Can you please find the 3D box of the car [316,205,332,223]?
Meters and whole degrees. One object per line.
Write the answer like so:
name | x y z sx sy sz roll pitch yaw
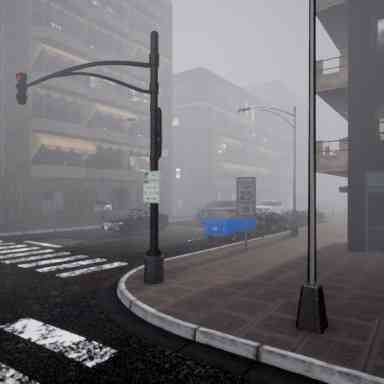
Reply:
car | 11.747 2.233 32.406 2.008 1.369 4.403 -1 -2 35

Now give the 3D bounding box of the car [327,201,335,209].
car | 27.385 2.728 68.806 2.192 1.841 5.009 -1 -2 35

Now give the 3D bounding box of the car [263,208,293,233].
car | 5.327 2.035 23.377 1.947 1.339 4.313 -1 -2 35

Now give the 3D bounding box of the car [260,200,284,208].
car | 8.865 1.954 38.237 2.150 2.045 5.566 0 -1 36

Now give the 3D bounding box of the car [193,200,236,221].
car | 2.670 1.749 29.534 2.150 2.045 5.566 0 -1 37

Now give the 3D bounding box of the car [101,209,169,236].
car | -3.467 1.815 20.922 2.128 1.511 4.902 0 -1 35

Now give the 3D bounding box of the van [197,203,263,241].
van | 2.253 1.704 18.769 1.690 1.788 3.998 -1 -2 35

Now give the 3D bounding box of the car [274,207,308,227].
car | 8.536 2.158 27.890 1.802 1.307 4.206 -1 -2 35

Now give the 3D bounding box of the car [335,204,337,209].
car | 30.596 3.064 73.315 1.887 1.381 4.507 -1 -2 35

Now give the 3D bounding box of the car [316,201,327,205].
car | 24.175 2.889 64.285 1.802 1.307 4.206 -1 -2 35

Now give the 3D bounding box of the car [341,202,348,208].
car | 40.130 3.375 86.722 1.752 1.417 4.829 -1 -2 35

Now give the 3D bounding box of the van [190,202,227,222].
van | 1.703 1.903 32.691 1.690 1.788 3.998 -1 -2 35
